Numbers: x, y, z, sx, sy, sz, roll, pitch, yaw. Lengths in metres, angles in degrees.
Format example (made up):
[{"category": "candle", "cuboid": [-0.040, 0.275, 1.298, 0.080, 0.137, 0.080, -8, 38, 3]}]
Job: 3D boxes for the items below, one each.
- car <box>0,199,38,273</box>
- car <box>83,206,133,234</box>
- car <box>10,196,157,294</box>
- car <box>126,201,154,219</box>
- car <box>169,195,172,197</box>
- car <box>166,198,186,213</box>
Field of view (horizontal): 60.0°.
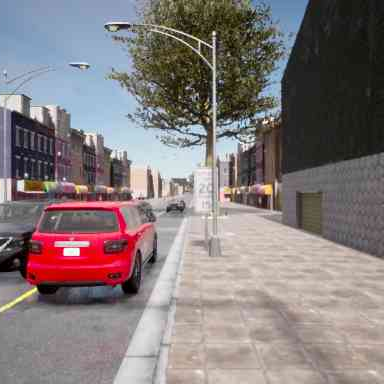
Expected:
[{"category": "car", "cuboid": [-5.105, 1.266, 10.532, 2.150, 2.045, 5.566, 0, 0, 0]}, {"category": "car", "cuboid": [-5.013, 1.644, 20.429, 1.994, 1.385, 4.181, 0, 0, 1]}, {"category": "car", "cuboid": [-2.265, 1.243, 8.999, 2.150, 2.045, 5.566, 0, 0, 0]}, {"category": "car", "cuboid": [-4.913, 1.627, 31.903, 1.837, 1.490, 4.892, 0, 0, 1]}, {"category": "car", "cuboid": [-1.933, 1.661, 49.602, 2.128, 1.511, 4.902, 0, 0, 1]}, {"category": "car", "cuboid": [-1.969, 1.658, 39.312, 1.812, 1.442, 4.674, 0, 0, 1]}]
